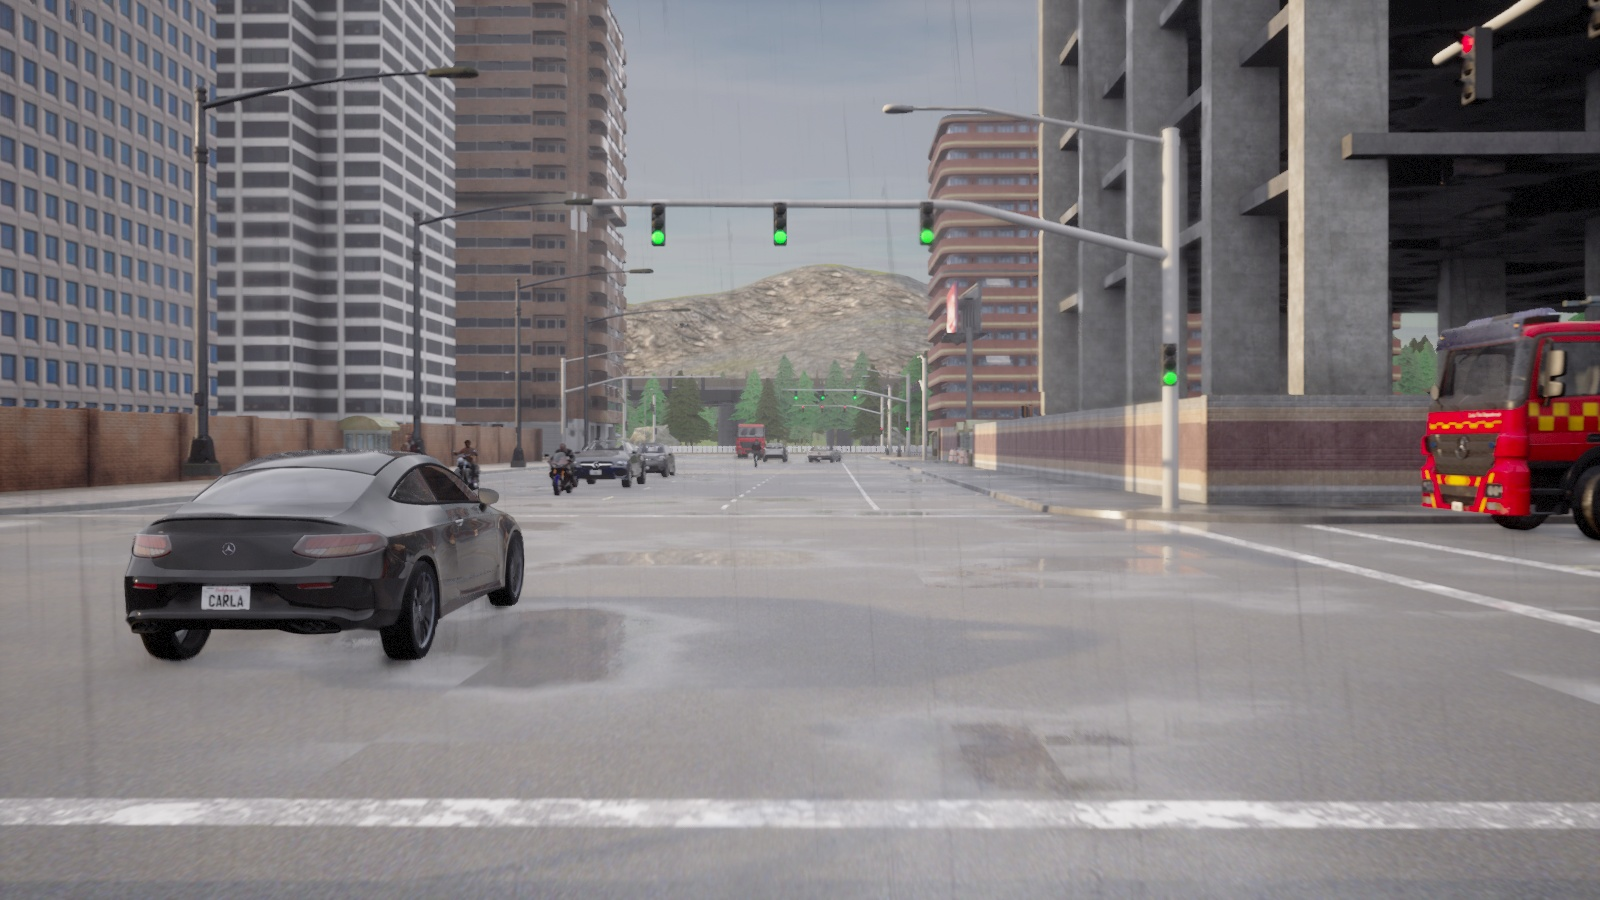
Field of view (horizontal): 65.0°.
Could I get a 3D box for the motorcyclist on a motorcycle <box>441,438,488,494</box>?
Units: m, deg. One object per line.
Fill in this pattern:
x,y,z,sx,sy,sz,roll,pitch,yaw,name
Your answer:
-10.328,0.470,38.711,0.766,1.649,2.350,0,0,1,motorcyclist on a motorcycle

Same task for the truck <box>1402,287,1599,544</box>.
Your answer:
14.570,-0.520,20.102,8.468,3.827,2.891,0,0,1,truck

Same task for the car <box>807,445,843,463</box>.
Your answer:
1.923,0.314,94.896,1.895,1.301,4.718,0,0,12,car

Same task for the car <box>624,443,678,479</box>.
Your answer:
-6.467,0.447,54.695,1.845,1.501,3.633,0,0,1,car

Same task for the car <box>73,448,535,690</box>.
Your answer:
-3.490,0.713,9.921,1.812,1.442,4.674,0,0,0,car

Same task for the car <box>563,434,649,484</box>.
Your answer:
-6.709,0.272,43.984,2.152,1.651,5.027,0,0,1,car

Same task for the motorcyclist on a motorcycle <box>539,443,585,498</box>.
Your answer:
-6.878,0.571,36.388,0.866,1.530,2.191,0,0,1,motorcyclist on a motorcycle
